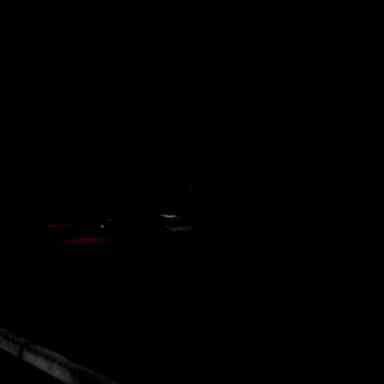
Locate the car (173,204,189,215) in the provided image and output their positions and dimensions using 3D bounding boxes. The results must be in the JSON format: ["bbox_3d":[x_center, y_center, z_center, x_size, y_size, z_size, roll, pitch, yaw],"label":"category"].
[{"bbox_3d":[-1.835,2.218,42.640,1.994,1.385,4.181,-2,-1,32],"label":"car"}]

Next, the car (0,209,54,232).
[{"bbox_3d":[-12.965,2.087,25.246,2.128,1.511,4.902,-2,-1,33],"label":"car"}]

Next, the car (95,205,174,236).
[{"bbox_3d":[-3.551,1.754,20.290,1.882,1.535,5.008,-2,-1,34],"label":"car"}]
